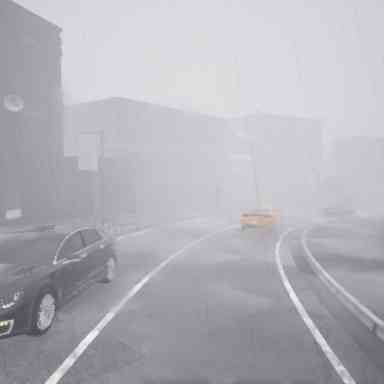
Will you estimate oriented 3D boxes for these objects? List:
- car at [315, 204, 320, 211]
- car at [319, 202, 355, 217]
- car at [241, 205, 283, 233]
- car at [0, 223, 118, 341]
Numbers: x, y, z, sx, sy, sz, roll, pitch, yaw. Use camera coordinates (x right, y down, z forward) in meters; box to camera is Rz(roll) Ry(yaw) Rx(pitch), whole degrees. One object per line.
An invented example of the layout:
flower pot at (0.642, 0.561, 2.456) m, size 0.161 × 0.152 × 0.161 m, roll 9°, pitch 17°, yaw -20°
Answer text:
car at (18.245, 1.942, 43.477) m, size 4.718 × 1.301 × 1.895 m, roll 2°, pitch 3°, yaw -36°
car at (16.544, 1.995, 37.291) m, size 4.181 × 1.385 × 1.994 m, roll 2°, pitch 2°, yaw -43°
car at (4.446, 1.535, 20.620) m, size 1.882 × 1.535 × 5.008 m, roll 2°, pitch 0°, yaw 23°
car at (-2.998, 1.459, 6.740) m, size 1.837 × 1.490 × 4.892 m, roll 0°, pitch 0°, yaw 7°
